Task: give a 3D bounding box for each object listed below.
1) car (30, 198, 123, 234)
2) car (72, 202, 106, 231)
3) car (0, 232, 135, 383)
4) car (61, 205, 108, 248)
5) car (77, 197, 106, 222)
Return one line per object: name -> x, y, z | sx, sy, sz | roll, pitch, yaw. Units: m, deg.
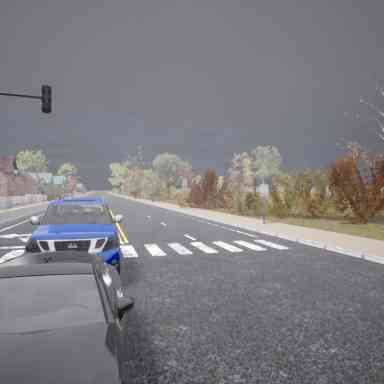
car -> -3.364, 1.218, 9.951 | 2.150, 2.045, 5.566 | 0, 0, -15
car -> -6.636, 1.468, 21.755 | 1.882, 1.535, 5.008 | 0, 0, -16
car -> -1.700, 1.524, 3.868 | 1.812, 1.442, 4.674 | 0, 0, -13
car -> -5.045, 1.498, 16.016 | 1.837, 1.490, 4.892 | 0, 0, -15
car -> -8.219, 1.337, 27.482 | 2.097, 1.767, 4.553 | 0, 0, -16
